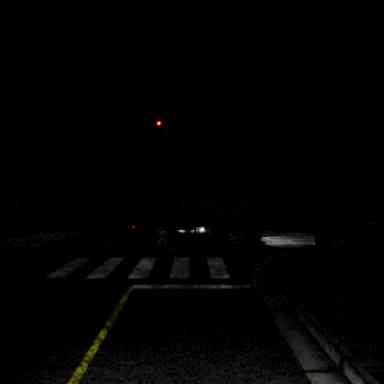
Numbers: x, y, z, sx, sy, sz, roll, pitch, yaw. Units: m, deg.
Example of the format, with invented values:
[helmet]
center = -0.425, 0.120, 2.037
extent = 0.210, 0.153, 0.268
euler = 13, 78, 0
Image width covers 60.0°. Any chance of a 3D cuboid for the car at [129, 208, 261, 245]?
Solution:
[car]
center = 0.103, 1.409, 14.014
extent = 5.357, 1.411, 2.033
euler = 0, 0, 0
